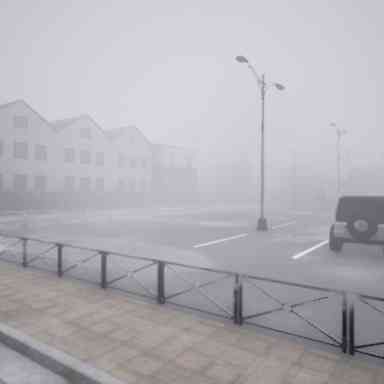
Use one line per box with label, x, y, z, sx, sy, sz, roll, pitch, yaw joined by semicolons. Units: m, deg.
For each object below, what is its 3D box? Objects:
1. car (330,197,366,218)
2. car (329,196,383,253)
car;13.368;1.252;28.276;2.007;1.523;4.514;1;0;35
car;6.062;1.063;11.553;1.905;1.878;3.866;1;0;35
